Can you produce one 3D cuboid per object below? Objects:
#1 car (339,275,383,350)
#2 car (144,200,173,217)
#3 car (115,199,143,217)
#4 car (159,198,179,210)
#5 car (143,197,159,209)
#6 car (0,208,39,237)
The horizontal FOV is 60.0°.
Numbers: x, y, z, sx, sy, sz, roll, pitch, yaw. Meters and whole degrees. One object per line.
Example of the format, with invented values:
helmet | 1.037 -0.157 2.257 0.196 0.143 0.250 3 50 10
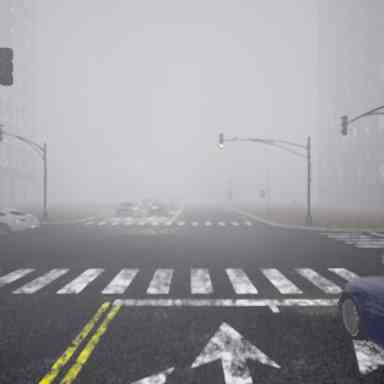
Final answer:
car | 3.351 1.554 3.614 1.812 1.442 4.674 0 0 0
car | -3.348 1.801 33.806 1.994 1.385 4.181 0 0 0
car | -6.599 1.739 34.112 1.837 1.490 4.892 0 1 0
car | -3.341 1.924 48.268 1.895 1.301 4.718 0 0 0
car | -6.587 1.678 48.858 2.097 1.767 4.553 0 0 0
car | -10.780 1.610 18.417 4.674 1.442 1.812 0 0 14
